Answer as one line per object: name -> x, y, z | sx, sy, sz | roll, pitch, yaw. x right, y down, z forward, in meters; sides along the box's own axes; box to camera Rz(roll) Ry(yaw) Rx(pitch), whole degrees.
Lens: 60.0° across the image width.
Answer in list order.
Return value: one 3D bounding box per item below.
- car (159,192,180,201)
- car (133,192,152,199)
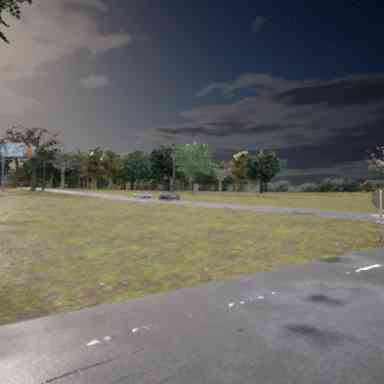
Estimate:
car -> -3.897, 0.722, 56.942 | 2.128, 1.511, 4.902 | 1, 0, -35
car -> -9.702, 0.635, 65.124 | 1.895, 1.301, 4.718 | 1, 0, -35
